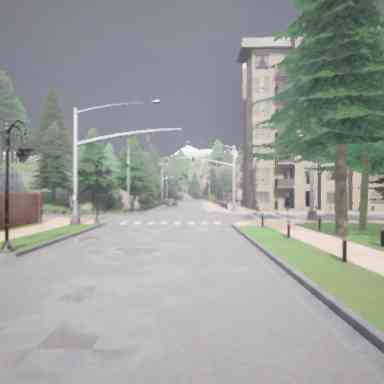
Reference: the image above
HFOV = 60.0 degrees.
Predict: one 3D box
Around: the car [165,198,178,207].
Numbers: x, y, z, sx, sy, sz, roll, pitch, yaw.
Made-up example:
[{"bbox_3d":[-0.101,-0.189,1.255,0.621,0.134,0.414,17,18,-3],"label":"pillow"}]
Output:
[{"bbox_3d":[-3.646,1.870,59.015,1.812,1.442,4.674,0,0,1],"label":"car"}]
